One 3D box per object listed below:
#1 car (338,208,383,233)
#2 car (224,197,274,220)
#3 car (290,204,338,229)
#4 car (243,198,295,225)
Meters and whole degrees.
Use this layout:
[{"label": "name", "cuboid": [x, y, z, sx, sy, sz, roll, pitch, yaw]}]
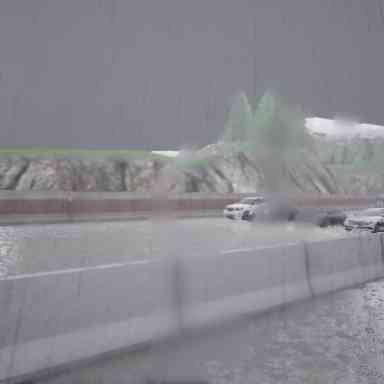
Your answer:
[{"label": "car", "cuboid": [11.413, 1.755, 20.767, 4.674, 1.442, 1.812, 1, -1, -36]}, {"label": "car", "cuboid": [5.397, 1.454, 29.346, 5.566, 2.045, 2.150, 1, 0, -36]}, {"label": "car", "cuboid": [9.238, 1.793, 23.518, 4.181, 1.385, 1.994, 1, 0, -36]}, {"label": "car", "cuboid": [6.518, 1.571, 25.869, 4.553, 1.767, 2.097, 1, 0, -36]}]
